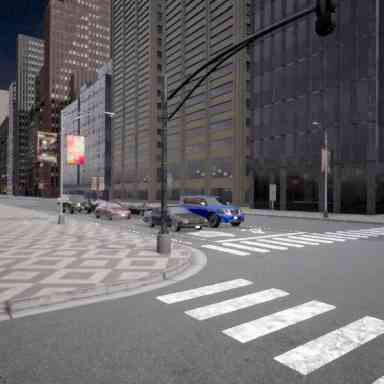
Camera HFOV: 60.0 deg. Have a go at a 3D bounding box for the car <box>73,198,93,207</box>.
[{"bbox_3d":[-18.680,1.736,56.737,1.837,1.490,4.892,1,-1,-36],"label":"car"}]

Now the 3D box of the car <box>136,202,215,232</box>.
[{"bbox_3d":[-1.212,1.570,20.751,2.033,1.411,5.357,1,-1,-35],"label":"car"}]

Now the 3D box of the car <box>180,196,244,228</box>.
[{"bbox_3d":[1.116,1.270,23.072,2.150,2.045,5.566,1,-1,-36],"label":"car"}]

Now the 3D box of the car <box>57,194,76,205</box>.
[{"bbox_3d":[-24.727,1.492,65.200,2.150,2.045,5.566,1,-1,-36],"label":"car"}]

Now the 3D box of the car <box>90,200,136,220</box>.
[{"bbox_3d":[-6.904,1.586,28.721,1.812,1.442,4.674,1,-1,-36],"label":"car"}]

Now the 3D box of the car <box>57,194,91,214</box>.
[{"bbox_3d":[-13.123,1.324,37.449,2.150,2.045,5.566,1,-1,-36],"label":"car"}]

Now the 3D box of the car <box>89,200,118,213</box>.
[{"bbox_3d":[-10.609,1.654,39.518,1.812,1.442,4.674,1,-1,-35],"label":"car"}]
